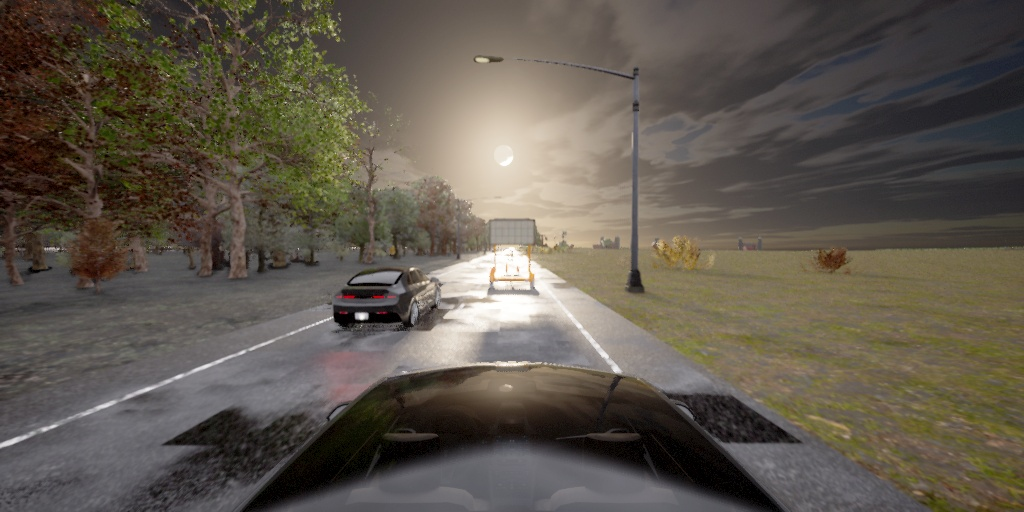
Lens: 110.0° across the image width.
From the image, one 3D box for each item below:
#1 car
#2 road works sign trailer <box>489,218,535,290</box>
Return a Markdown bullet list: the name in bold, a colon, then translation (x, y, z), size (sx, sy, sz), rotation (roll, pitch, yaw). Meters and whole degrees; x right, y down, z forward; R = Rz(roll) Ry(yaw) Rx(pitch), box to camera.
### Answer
- **car**: translation (-3.398, 1.056, 10.521), size (1.837, 1.490, 4.892), rotation (0, 1, 0)
- **road works sign trailer**: translation (0.009, -0.170, 18.747), size (2.380, 3.560, 2.880), rotation (0, 0, 0)
